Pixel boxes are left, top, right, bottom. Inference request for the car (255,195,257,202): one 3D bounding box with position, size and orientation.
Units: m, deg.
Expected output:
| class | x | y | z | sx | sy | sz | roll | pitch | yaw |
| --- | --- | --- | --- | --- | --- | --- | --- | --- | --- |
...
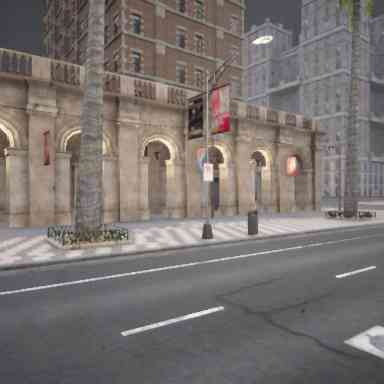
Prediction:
| class | x | y | z | sx | sy | sz | roll | pitch | yaw |
| --- | --- | --- | --- | --- | --- | --- | --- | --- | --- |
| car | 13.931 | 1.368 | 73.235 | 2.128 | 1.511 | 4.902 | 0 | 0 | -37 |
